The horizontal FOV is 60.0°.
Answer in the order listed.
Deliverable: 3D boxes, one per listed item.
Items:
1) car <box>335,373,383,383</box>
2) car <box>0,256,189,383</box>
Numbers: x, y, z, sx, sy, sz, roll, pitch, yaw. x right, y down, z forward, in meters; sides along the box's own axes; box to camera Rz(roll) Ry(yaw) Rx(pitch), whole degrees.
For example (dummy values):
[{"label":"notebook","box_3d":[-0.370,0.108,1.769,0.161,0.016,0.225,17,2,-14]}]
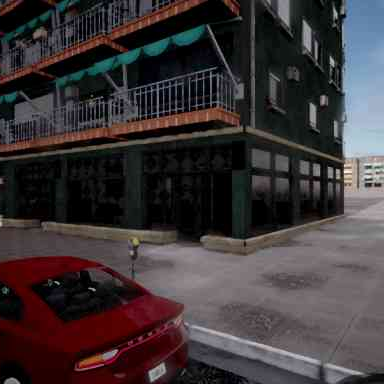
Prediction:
[{"label":"car","box_3d":[2.450,1.566,1.126,4.313,1.339,1.947,0,0,36]},{"label":"car","box_3d":[-2.134,1.545,4.407,4.507,1.381,1.887,0,0,36]}]
